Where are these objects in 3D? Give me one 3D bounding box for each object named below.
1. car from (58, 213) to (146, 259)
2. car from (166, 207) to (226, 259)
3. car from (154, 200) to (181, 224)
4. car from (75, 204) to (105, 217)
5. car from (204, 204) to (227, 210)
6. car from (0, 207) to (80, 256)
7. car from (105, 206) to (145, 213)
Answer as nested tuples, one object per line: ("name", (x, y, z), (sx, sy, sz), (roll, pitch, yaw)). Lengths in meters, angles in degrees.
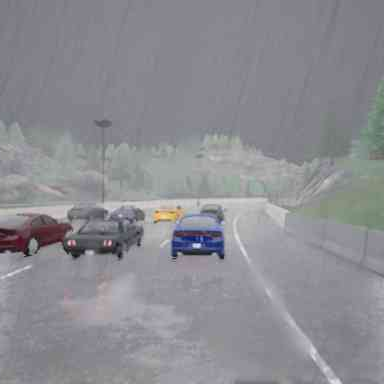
("car", (-3.199, 1.720, 13.114), (1.895, 1.301, 4.718), (0, 0, 4))
("car", (0.327, 1.602, 13.272), (1.882, 1.535, 5.008), (0, 0, 4))
("car", (-1.761, 1.731, 27.495), (1.882, 1.535, 5.008), (0, 0, 8))
("car", (-8.729, 1.746, 28.245), (2.128, 1.511, 4.902), (0, 0, 8))
("car", (1.675, 1.757, 26.832), (1.837, 1.490, 4.892), (0, 0, 8))
("car", (-6.661, 1.599, 13.688), (1.882, 1.535, 5.008), (0, 0, 4))
("car", (-5.261, 1.817, 27.768), (1.994, 1.385, 4.181), (0, 0, 8))
